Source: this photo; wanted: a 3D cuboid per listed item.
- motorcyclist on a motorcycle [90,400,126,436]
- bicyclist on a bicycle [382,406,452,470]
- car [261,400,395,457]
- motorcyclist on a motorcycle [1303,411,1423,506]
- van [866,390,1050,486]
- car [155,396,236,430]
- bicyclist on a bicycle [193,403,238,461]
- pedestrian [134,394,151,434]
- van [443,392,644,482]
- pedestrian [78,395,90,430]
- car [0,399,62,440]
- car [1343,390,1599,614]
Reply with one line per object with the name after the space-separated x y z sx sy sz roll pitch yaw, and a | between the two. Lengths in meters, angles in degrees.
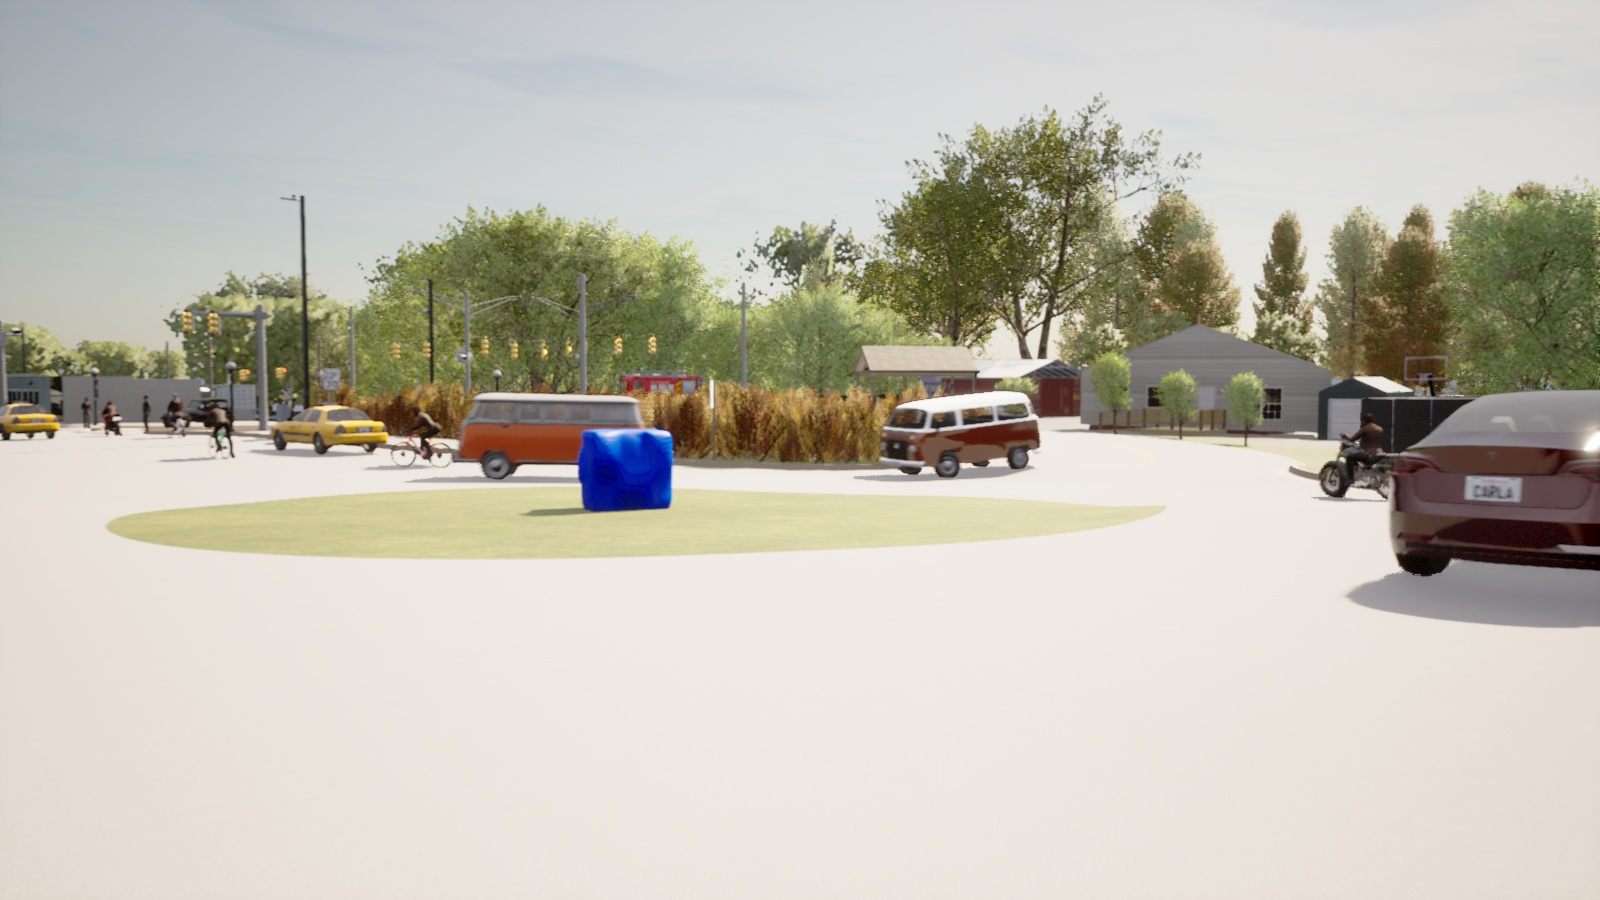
-30.010 -1.368 54.458 0.797 1.523 2.044 -3 3 -44 | motorcyclist on a motorcycle
-10.106 -0.324 33.183 1.656 1.620 0.582 2 4 -1 | bicyclist on a bicycle
-14.912 -0.739 39.487 5.366 1.575 1.801 3 5 44 | car
10.352 0.152 23.214 0.766 1.649 2.350 -1 0 -11 | motorcyclist on a motorcycle
4.222 -0.384 33.339 4.480 2.038 2.069 -6 7 -32 | van
-35.657 -2.172 74.110 1.905 1.878 3.866 3 2 40 | car
-16.984 -0.543 36.486 1.656 1.620 0.582 2 4 45 | bicyclist on a bicycle
-30.664 -1.700 58.566 0.614 1.847 0.353 -3 5 -45 | pedestrian
-5.921 -0.313 29.458 4.442 1.987 1.775 1 2 -6 | van
-40.190 -2.125 70.465 0.402 1.930 0.666 -3 5 -44 | pedestrian
-31.906 -1.246 51.159 5.366 1.575 1.801 1 3 44 | car
6.671 0.256 10.420 4.792 1.488 2.163 -2 3 -42 | car
